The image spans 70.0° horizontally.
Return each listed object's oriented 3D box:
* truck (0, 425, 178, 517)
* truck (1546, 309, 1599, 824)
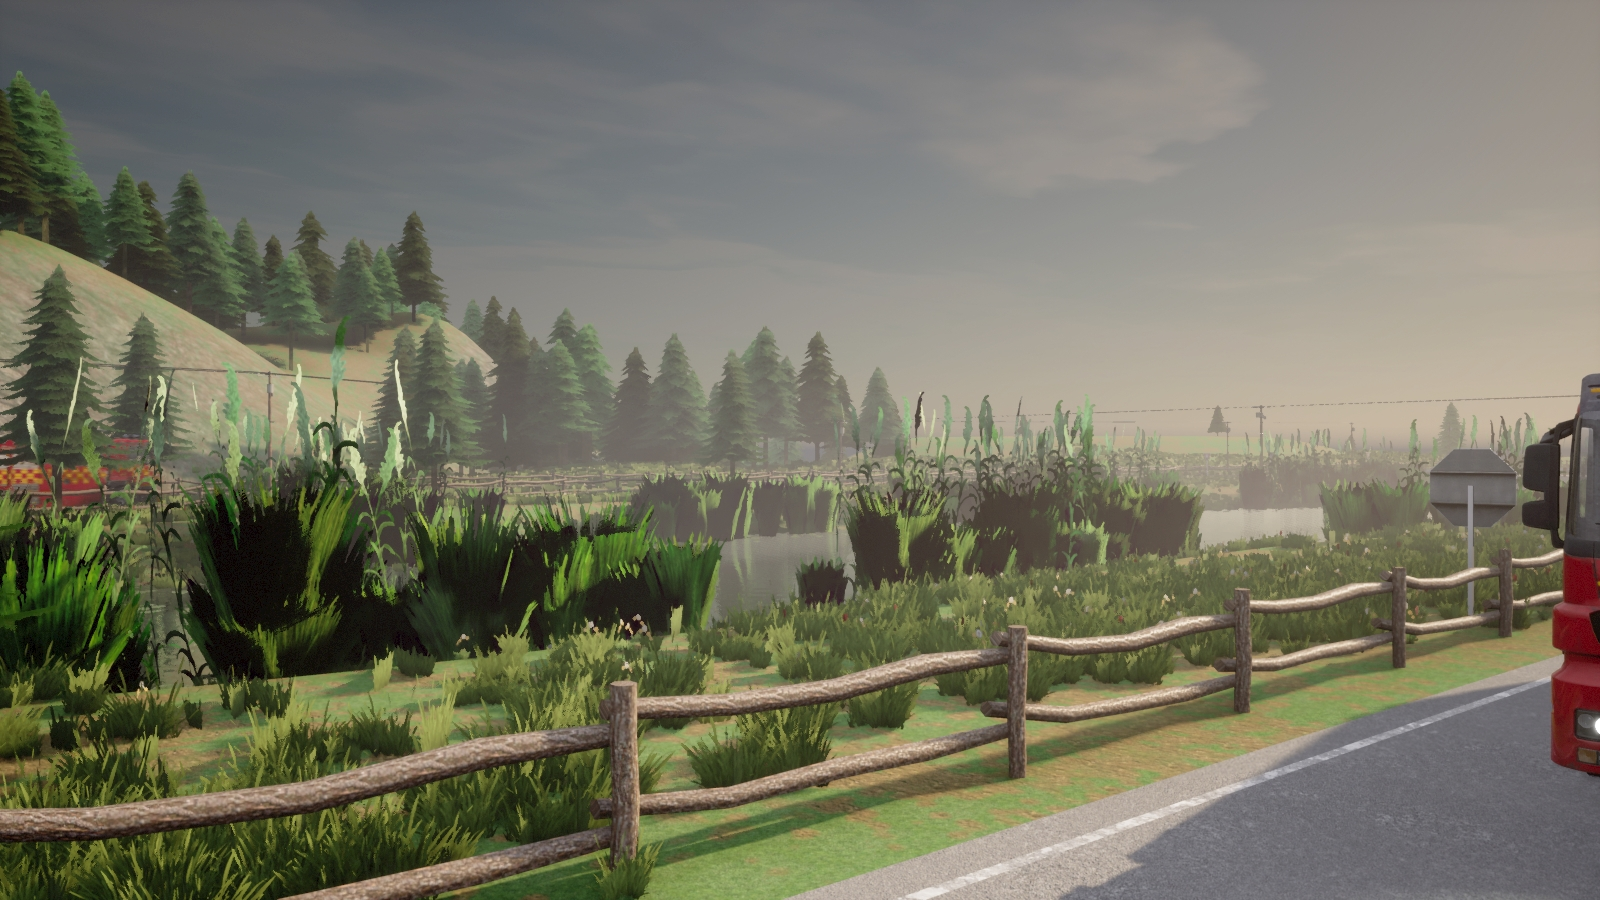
[{"bbox_3d":[-32.627,0.890,50.558,2.891,3.827,8.468,0,0,42],"label":"truck"},{"bbox_3d":[9.569,0.862,10.968,2.891,3.827,8.468,0,0,41],"label":"truck"}]
